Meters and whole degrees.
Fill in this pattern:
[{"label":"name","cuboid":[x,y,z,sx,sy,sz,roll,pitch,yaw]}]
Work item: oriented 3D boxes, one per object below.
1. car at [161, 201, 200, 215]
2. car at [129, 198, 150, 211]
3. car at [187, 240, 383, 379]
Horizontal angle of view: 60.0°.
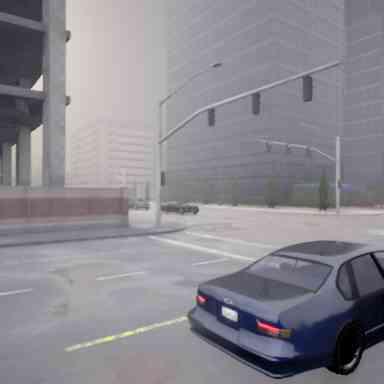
[{"label":"car","cuboid":[-1.222,1.643,34.396,1.895,1.301,4.718,0,0,-36]},{"label":"car","cuboid":[-7.089,1.548,42.475,1.837,1.490,4.892,0,0,-36]},{"label":"car","cuboid":[2.500,1.559,5.579,5.357,1.411,2.033,0,0,-36]}]
